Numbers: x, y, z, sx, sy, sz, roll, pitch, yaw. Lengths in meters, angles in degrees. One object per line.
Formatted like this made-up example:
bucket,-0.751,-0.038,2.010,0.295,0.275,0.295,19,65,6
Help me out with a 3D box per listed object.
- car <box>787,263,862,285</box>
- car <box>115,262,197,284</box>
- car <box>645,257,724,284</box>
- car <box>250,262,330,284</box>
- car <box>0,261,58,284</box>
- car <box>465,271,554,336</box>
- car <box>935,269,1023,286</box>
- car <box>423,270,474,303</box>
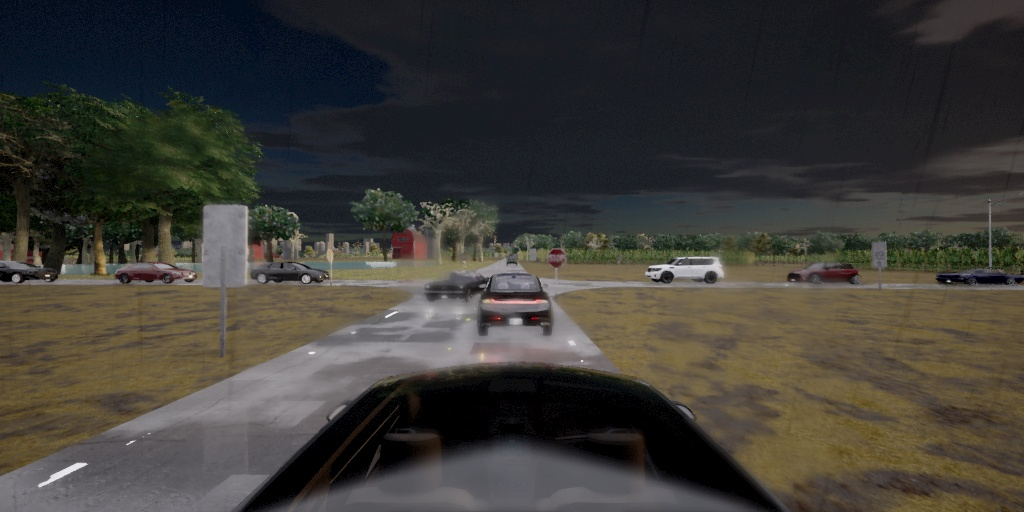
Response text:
car,24.053,1.295,27.769,4.553,1.767,2.097,0,-1,0
car,-24.574,1.151,24.801,4.674,1.442,1.812,0,-1,0
car,13.339,1.085,27.793,5.566,2.045,2.150,0,-1,1
car,-15.287,1.163,24.859,4.892,1.490,1.837,0,-1,-2
car,-34.631,1.085,24.808,5.008,1.535,1.882,0,-1,0
car,0.059,1.243,10.360,2.128,1.511,4.902,0,0,-1
car,36.033,1.649,27.754,4.718,1.301,1.895,1,-1,0
car,-2.430,1.352,16.721,1.895,1.301,4.718,0,0,9
